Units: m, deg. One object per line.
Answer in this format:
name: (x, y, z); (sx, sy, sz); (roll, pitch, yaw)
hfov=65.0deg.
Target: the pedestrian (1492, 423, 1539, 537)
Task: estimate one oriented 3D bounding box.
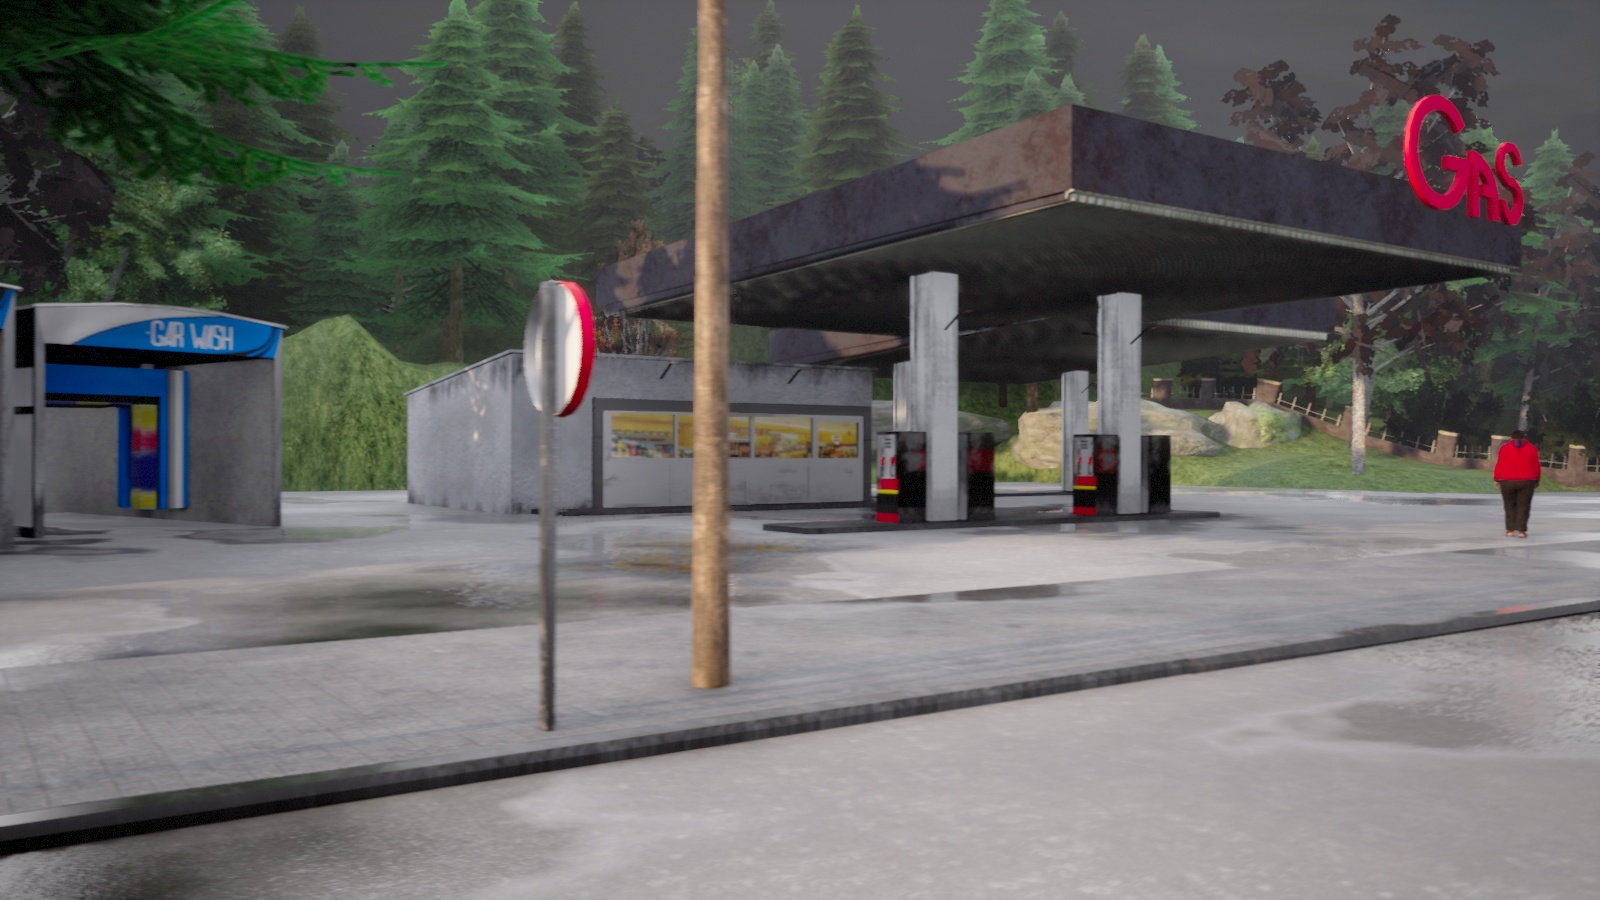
pedestrian: (11.955, 0.489, 20.973); (0.634, 1.844, 0.899); (0, 0, 32)
